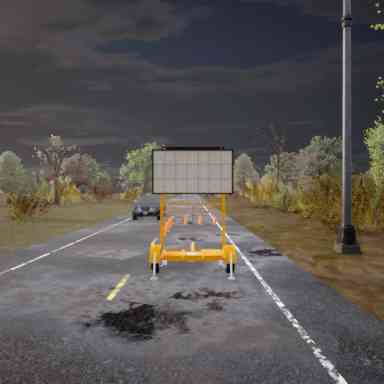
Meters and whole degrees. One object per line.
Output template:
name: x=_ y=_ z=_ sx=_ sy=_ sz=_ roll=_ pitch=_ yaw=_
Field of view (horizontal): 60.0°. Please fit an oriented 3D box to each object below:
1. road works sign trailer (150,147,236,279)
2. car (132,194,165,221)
road works sign trailer: x=0.025 y=0.464 z=9.977 sx=2.380 sy=3.560 sz=2.880 roll=0 pitch=0 yaw=0
car: x=-3.436 y=1.211 z=27.260 sx=2.150 sy=2.045 sz=5.566 roll=0 pitch=0 yaw=0
